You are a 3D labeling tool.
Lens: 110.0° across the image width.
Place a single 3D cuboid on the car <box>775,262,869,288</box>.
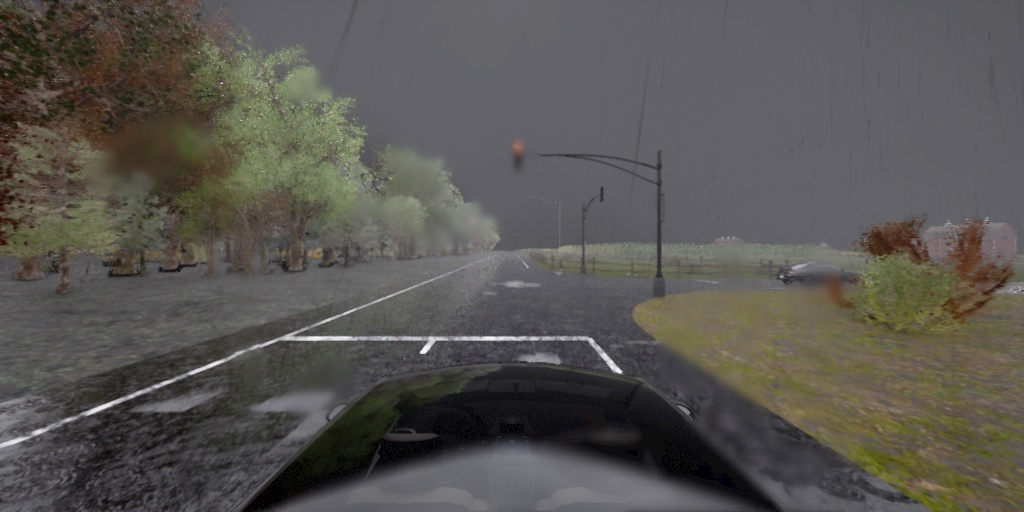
[{"bbox_3d":[18.323,1.084,21.306,4.674,1.442,1.812,1,0,0],"label":"car"}]
